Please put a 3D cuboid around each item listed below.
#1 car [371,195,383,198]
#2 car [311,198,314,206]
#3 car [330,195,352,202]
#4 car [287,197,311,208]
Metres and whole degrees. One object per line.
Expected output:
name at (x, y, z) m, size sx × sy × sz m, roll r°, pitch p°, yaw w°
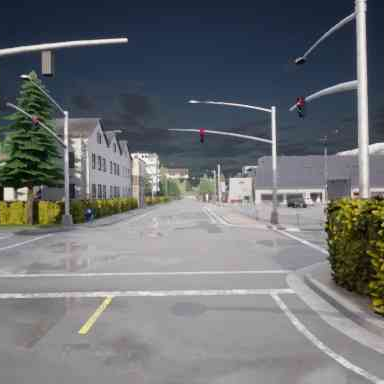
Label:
car at (19.117, 1.183, 31.282) m, size 1.905 × 1.878 × 3.866 m, roll -1°, pitch -1°, yaw 0°
car at (19.070, 1.573, 56.208) m, size 1.970 × 1.475 × 3.806 m, roll -1°, pitch -1°, yaw 0°
car at (25.484, 1.398, 56.548) m, size 2.152 × 1.636 × 5.027 m, roll -1°, pitch -1°, yaw 0°
car at (15.425, 1.629, 49.149) m, size 2.007 × 1.523 × 4.514 m, roll -1°, pitch -1°, yaw 0°
